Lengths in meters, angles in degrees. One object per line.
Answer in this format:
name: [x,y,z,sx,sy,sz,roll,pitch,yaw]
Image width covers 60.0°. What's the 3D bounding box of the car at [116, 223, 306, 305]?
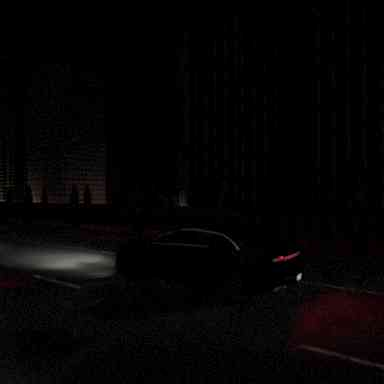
car: [0.205,1.514,8.146,4.902,1.511,2.128,0,0,36]
